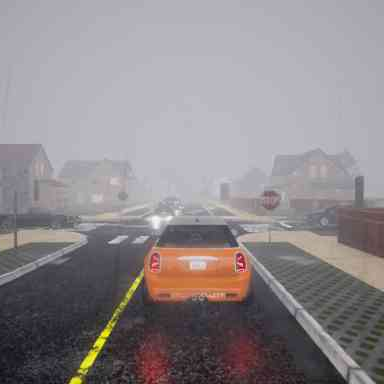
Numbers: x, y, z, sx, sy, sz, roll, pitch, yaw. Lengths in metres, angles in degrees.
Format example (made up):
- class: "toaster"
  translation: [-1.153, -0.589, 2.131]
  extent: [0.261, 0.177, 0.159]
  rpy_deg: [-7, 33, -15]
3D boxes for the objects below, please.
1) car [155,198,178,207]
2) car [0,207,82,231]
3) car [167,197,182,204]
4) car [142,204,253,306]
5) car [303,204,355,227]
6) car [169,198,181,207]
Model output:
- class: "car"
  translation: [-2.831, 1.651, 35.139]
  extent: [1.895, 1.301, 4.718]
  rpy_deg: [0, 0, 0]
- class: "car"
  translation: [-9.098, 1.581, 19.842]
  extent: [4.718, 1.301, 1.895]
  rpy_deg: [0, 0, 5]
- class: "car"
  translation: [-2.818, 1.444, 45.054]
  extent: [2.097, 1.767, 4.553]
  rpy_deg: [0, 0, 0]
- class: "car"
  translation: [0.105, 1.352, 8.162]
  extent: [2.097, 1.767, 4.553]
  rpy_deg: [0, 0, 0]
- class: "car"
  translation: [10.265, 1.579, 23.101]
  extent: [4.892, 1.490, 1.837]
  rpy_deg: [0, 0, -2]
- class: "car"
  translation: [-2.809, 1.669, 55.285]
  extent: [1.812, 1.442, 4.674]
  rpy_deg: [0, 0, 0]
